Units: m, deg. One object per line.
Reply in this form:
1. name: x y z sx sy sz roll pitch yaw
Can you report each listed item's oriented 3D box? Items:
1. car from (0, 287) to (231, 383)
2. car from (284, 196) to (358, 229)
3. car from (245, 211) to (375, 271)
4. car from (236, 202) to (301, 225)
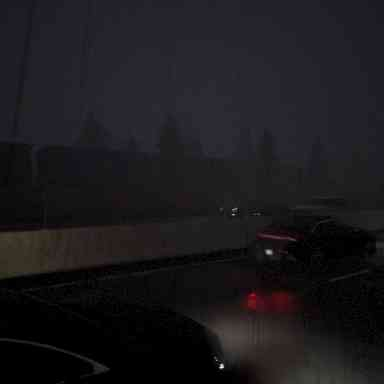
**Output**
1. car: -1.878 1.505 2.408 4.892 1.490 1.837 0 0 -35
2. car: 9.193 1.309 23.435 5.566 2.045 2.150 0 0 -35
3. car: 4.200 1.532 11.037 4.902 1.511 2.128 0 0 -35
4. car: 5.923 1.573 25.403 4.902 1.511 2.128 0 0 -35
